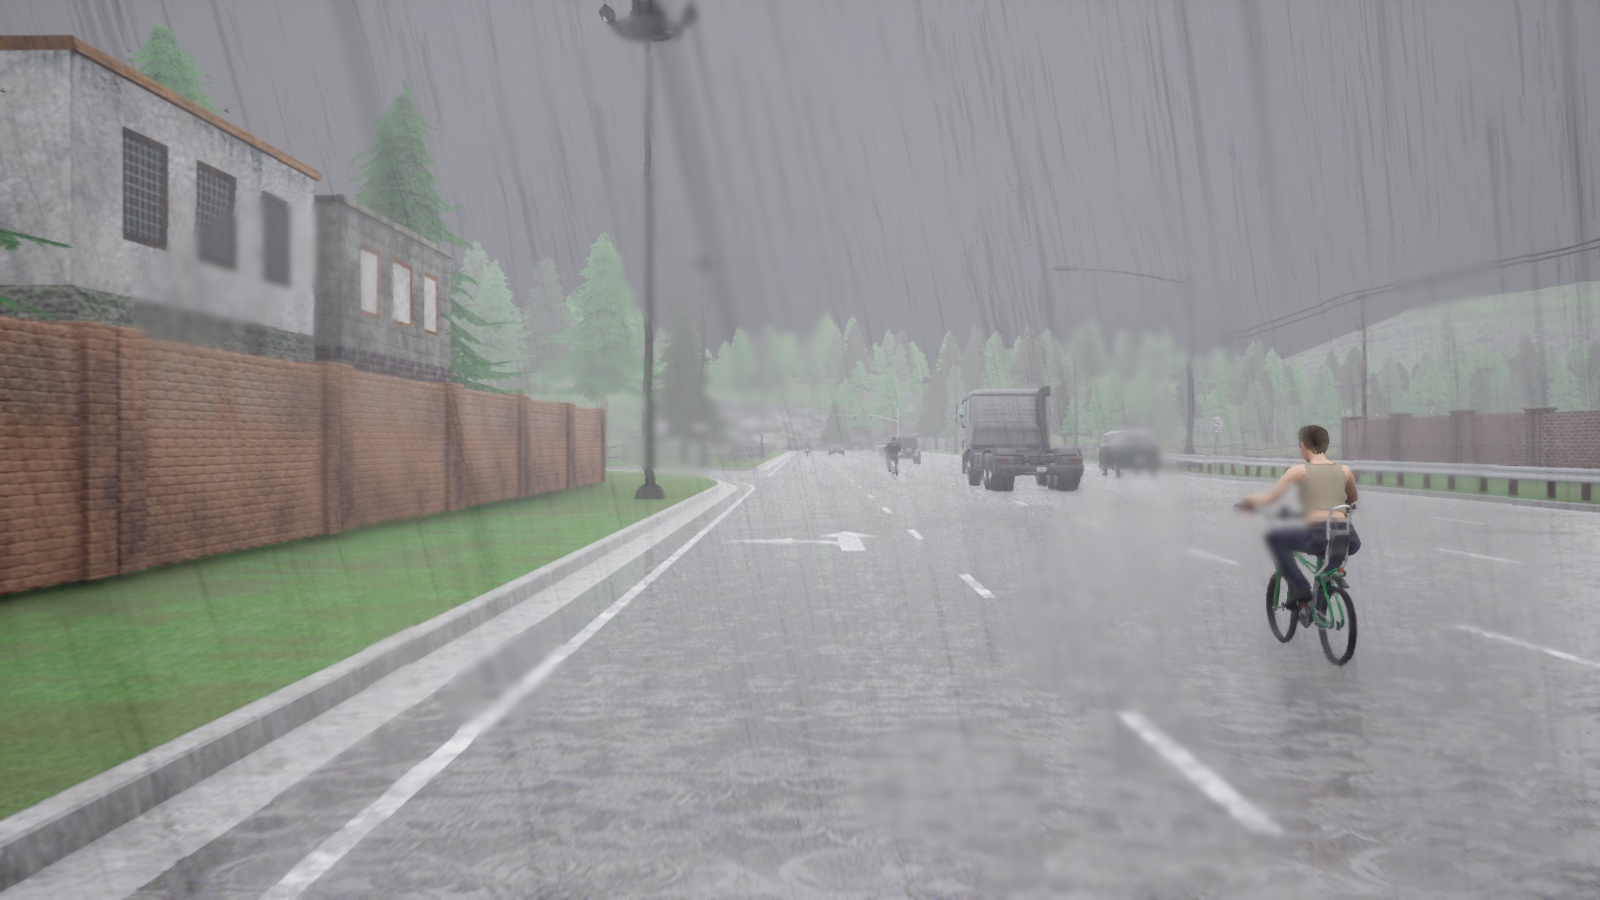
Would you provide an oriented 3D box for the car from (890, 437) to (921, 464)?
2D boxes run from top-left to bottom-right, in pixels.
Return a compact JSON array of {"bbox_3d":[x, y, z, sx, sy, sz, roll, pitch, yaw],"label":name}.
[{"bbox_3d":[7.523,0.043,89.583,1.905,1.878,3.866,0,0,0],"label":"car"}]

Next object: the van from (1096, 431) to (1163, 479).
[{"bbox_3d":[14.326,0.202,54.857,1.775,1.987,4.442,0,0,0],"label":"van"}]

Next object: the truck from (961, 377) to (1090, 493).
[{"bbox_3d":[7.252,-0.464,41.583,2.891,3.462,7.936,0,0,0],"label":"truck"}]

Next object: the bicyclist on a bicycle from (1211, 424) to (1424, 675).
[{"bbox_3d":[3.570,0.636,8.817,0.866,1.612,1.509,0,0,0],"label":"bicyclist on a bicycle"}]
